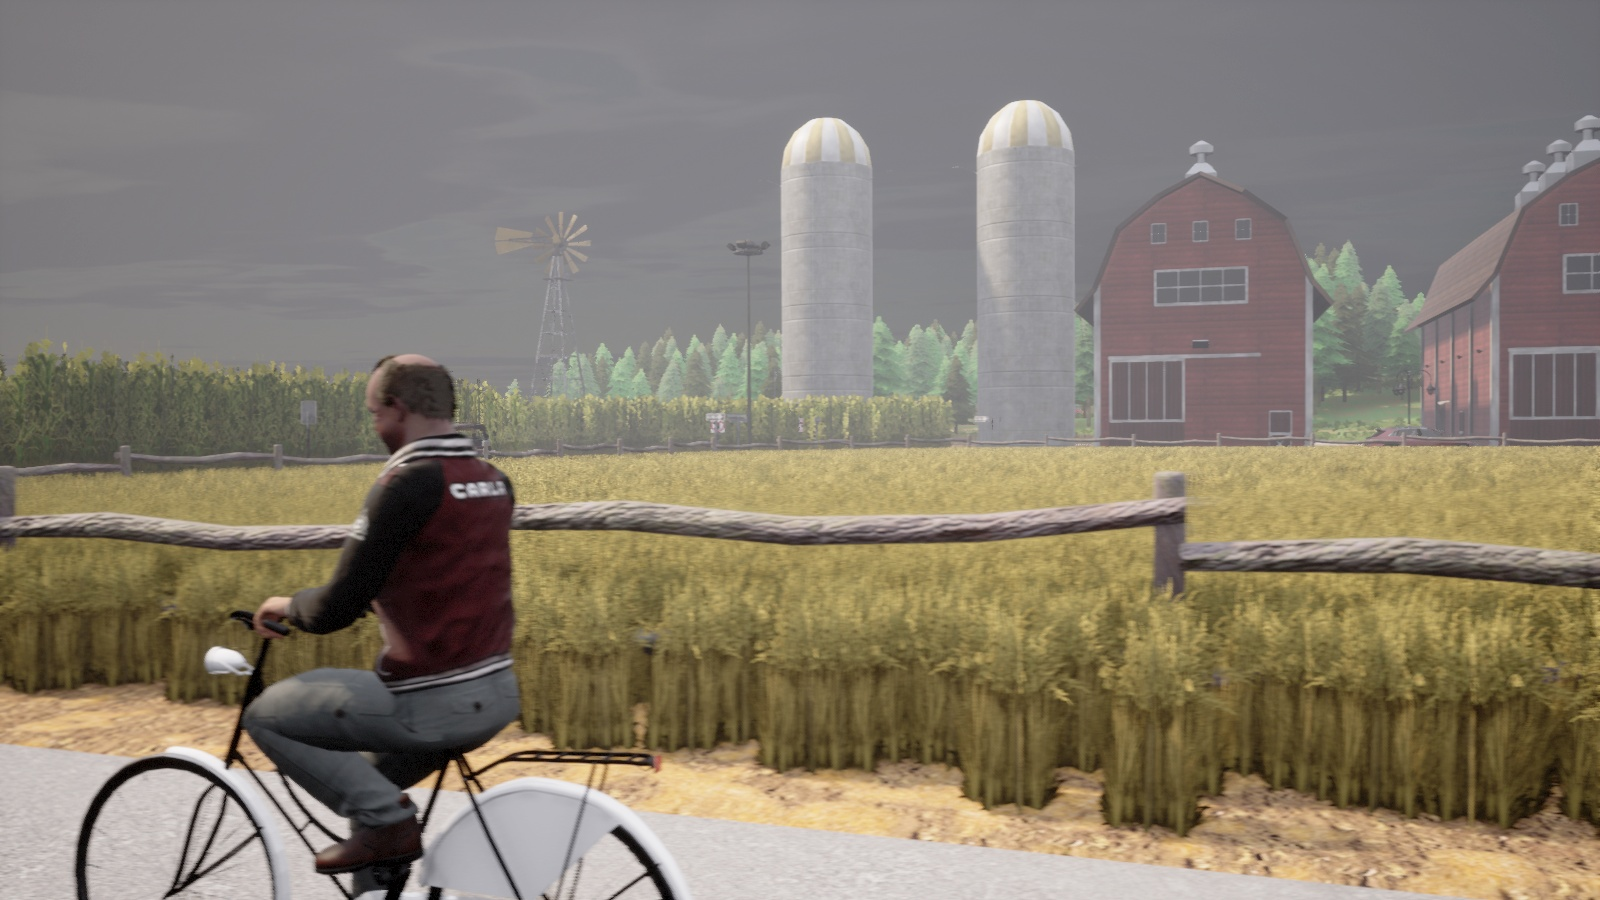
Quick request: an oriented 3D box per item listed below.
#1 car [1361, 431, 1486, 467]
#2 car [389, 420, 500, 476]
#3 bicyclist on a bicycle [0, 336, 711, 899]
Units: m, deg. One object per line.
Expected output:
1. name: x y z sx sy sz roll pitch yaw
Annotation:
1. car: 28.802 -0.070 58.148 4.856 1.649 2.033 0 1 15
2. car: -12.468 -0.098 44.311 1.905 1.878 3.866 0 1 19
3. bicyclist on a bicycle: -1.212 0.637 3.177 1.843 1.776 0.659 1 1 19
